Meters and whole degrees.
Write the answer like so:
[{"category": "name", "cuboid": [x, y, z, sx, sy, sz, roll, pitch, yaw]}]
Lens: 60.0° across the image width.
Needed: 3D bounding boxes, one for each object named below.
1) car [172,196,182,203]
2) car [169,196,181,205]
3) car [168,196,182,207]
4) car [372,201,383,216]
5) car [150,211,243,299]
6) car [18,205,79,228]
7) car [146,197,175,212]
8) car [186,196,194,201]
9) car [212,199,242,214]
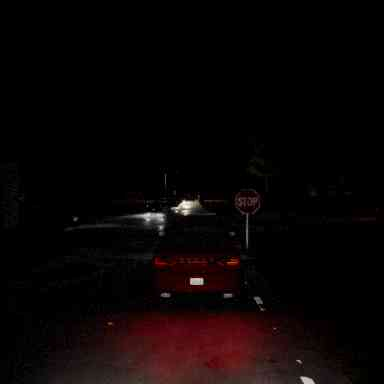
[{"category": "car", "cuboid": [-3.136, 1.602, 70.719, 1.994, 1.385, 4.181, 0, 0, 0]}, {"category": "car", "cuboid": [-3.111, 1.508, 60.936, 1.882, 1.535, 5.008, 0, 0, 0]}, {"category": "car", "cuboid": [-3.060, 1.367, 50.338, 2.097, 1.767, 4.553, 0, 0, 0]}, {"category": "car", "cuboid": [16.410, 1.103, 25.179, 5.008, 1.535, 1.882, -1, 1, 0]}, {"category": "car", "cuboid": [0.121, 1.475, 8.524, 1.882, 1.535, 5.008, 0, 0, 1]}, {"category": "car", "cuboid": [-10.613, 1.723, 24.103, 4.902, 1.511, 2.128, -1, 1, 15]}, {"category": "car", "cuboid": [-3.709, 1.605, 38.073, 1.895, 1.301, 4.718, 0, 0, 12]}, {"category": "car", "cuboid": [-0.488, 1.639, 84.395, 1.994, 1.385, 4.181, 0, 0, 0]}, {"category": "car", "cuboid": [3.929, 1.403, 32.192, 4.181, 1.385, 1.994, -4, -1, 40]}]
